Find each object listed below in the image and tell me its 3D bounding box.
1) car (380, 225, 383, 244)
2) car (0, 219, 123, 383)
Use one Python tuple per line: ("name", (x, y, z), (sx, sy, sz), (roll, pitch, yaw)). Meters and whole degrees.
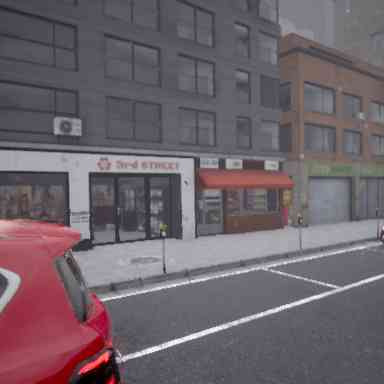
("car", (9.303, 1.322, 13.305), (4.097, 1.590, 1.967), (-1, 0, -36))
("car", (-3.005, 1.236, 1.237), (5.566, 2.045, 2.150), (-1, 0, -36))
